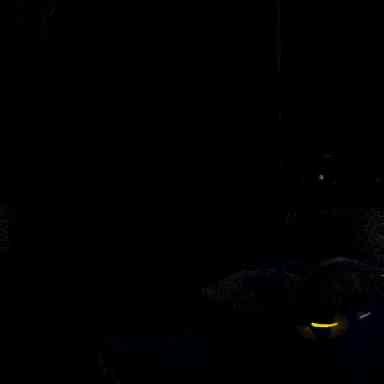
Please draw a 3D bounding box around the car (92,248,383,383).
[{"bbox_3d":[1.160,1.524,4.183,4.674,1.442,1.812,0,0,-36],"label":"car"}]
